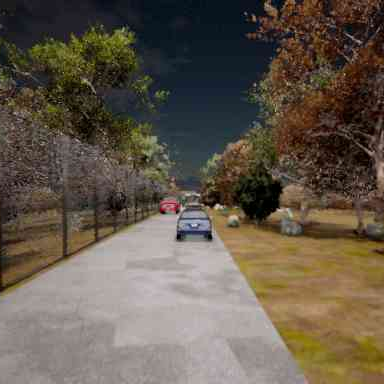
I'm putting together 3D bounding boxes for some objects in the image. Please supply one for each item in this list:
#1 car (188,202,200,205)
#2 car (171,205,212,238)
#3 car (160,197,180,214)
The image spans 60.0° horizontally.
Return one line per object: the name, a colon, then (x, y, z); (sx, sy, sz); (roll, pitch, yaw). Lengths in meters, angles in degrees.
car: (0.212, 1.918, 39.526); (1.837, 1.490, 4.892); (0, -1, 0)
car: (0.127, 1.642, 18.293); (2.033, 1.411, 5.357); (0, -1, 0)
car: (-2.715, 1.672, 41.276); (2.150, 2.045, 5.566); (0, -1, 1)
